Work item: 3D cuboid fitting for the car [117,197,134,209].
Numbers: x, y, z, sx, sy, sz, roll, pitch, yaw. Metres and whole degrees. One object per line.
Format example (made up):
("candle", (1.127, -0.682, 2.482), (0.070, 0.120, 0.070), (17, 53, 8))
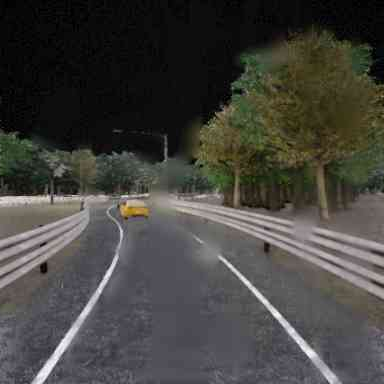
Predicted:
("car", (-8.558, 1.419, 42.903), (1.895, 1.301, 4.718), (0, 1, -9))

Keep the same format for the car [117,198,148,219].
("car", (-4.997, 1.421, 28.519), (1.882, 1.535, 5.008), (0, 1, -18))
